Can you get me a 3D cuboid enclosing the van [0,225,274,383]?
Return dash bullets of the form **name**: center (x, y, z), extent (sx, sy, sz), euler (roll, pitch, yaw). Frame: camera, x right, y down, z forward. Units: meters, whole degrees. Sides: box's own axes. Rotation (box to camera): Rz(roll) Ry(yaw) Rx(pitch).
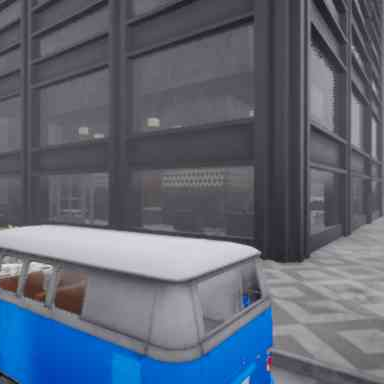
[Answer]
- **van**: center (-1.111, 1.347, 3.751), extent (3.998, 1.788, 1.690), euler (0, 0, 35)
